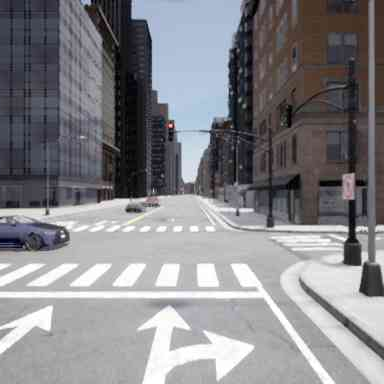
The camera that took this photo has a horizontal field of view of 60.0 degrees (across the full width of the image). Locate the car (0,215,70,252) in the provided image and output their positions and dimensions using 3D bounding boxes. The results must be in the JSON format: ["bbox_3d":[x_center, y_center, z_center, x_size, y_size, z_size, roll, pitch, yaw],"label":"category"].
[{"bbox_3d":[-7.345,1.663,13.834,4.181,1.385,1.994,0,-1,1],"label":"car"}]

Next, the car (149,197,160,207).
[{"bbox_3d":[-6.586,1.606,55.680,2.097,1.767,4.553,0,0,0],"label":"car"}]

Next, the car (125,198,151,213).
[{"bbox_3d":[-6.606,1.727,39.556,2.033,1.411,5.357,0,0,0],"label":"car"}]
